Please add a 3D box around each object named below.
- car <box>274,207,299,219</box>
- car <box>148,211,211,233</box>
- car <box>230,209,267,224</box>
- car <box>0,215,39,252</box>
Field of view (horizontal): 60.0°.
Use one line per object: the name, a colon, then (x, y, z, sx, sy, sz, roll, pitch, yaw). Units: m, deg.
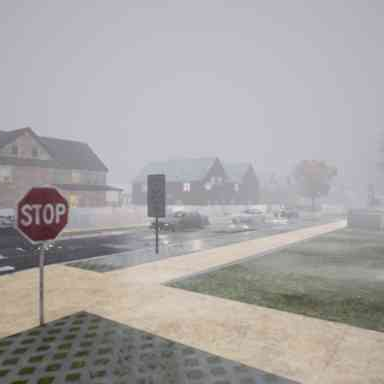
car: (11.633, 2.541, 40.946, 2.128, 1.511, 4.902, -1, -2, 36)
car: (-0.718, 2.050, 23.553, 2.033, 1.411, 5.357, -1, -2, 35)
car: (5.548, 2.374, 32.400, 1.895, 1.301, 4.718, -1, -2, 35)
car: (-8.130, 1.689, 13.066, 2.128, 1.511, 4.902, -1, -2, 35)
